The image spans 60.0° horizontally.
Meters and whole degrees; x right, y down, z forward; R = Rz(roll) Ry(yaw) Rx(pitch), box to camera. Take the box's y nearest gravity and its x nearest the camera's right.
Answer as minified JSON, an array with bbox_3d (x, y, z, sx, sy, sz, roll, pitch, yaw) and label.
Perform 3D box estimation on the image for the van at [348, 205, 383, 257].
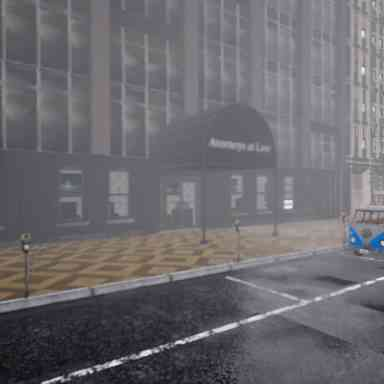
[{"bbox_3d":[7.106,1.340,11.642,3.998,1.788,1.690,0,0,-36],"label":"van"}]
